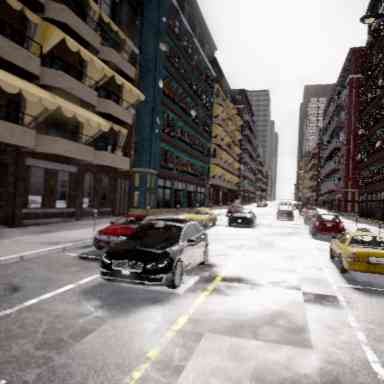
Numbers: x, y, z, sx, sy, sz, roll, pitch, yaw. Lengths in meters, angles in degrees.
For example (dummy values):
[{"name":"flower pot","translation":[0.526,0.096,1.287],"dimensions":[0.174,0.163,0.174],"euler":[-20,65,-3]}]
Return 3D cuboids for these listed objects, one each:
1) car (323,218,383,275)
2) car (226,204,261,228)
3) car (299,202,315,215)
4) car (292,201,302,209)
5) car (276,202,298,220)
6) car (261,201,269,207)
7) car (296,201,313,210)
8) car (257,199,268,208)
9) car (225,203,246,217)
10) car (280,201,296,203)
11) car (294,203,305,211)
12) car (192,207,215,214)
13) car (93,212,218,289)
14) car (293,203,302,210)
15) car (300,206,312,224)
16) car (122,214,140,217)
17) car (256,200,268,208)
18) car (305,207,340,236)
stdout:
[{"name":"car","translation":[5.801,1.912,11.433],"dimensions":[1.752,1.417,4.829],"euler":[4,0,16]},{"name":"car","translation":[4.073,1.985,26.430],"dimensions":[1.994,1.385,4.181],"euler":[3,0,16]},{"name":"car","translation":[15.624,2.594,44.120],"dimensions":[1.801,1.575,5.366],"euler":[3,0,16]},{"name":"car","translation":[27.110,3.339,85.827],"dimensions":[2.192,1.841,5.009],"euler":[4,0,16]},{"name":"car","translation":[10.661,2.334,37.969],"dimensions":[2.128,1.511,4.902],"euler":[3,0,16]},{"name":"car","translation":[20.513,3.276,93.250],"dimensions":[1.752,1.417,4.829],"euler":[4,0,16]},{"name":"car","translation":[17.476,2.508,50.709],"dimensions":[2.150,2.045,5.566],"euler":[3,0,16]},{"name":"car","translation":[17.526,2.839,82.763],"dimensions":[2.192,1.841,5.009],"euler":[4,0,16]},{"name":"car","translation":[5.315,2.137,40.158],"dimensions":[1.887,1.381,4.507],"euler":[4,0,16]},{"name":"car","translation":[13.509,2.285,47.988],"dimensions":[2.150,2.045,5.566],"euler":[3,0,16]},{"name":"car","translation":[22.529,3.118,69.851],"dimensions":[1.967,1.590,4.097],"euler":[4,0,16]},{"name":"car","translation":[0.696,1.759,24.019],"dimensions":[1.752,1.417,4.829],"euler":[4,0,16]},{"name":"car","translation":[-0.763,1.546,9.563],"dimensions":[1.837,1.490,4.892],"euler":[3,0,16]},{"name":"car","translation":[25.571,3.453,80.502],"dimensions":[1.887,1.381,4.507],"euler":[4,0,16]},{"name":"car","translation":[11.848,2.441,32.571],"dimensions":[1.802,1.307,4.206],"euler":[4,0,16]},{"name":"car","translation":[-2.309,1.580,13.530],"dimensions":[1.802,1.307,4.206],"euler":[4,0,16]},{"name":"car","translation":[15.985,2.959,77.437],"dimensions":[2.008,1.369,4.403],"euler":[4,0,16]},{"name":"car","translation":[8.809,2.062,21.921],"dimensions":[1.967,1.590,4.097],"euler":[4,0,16]}]
